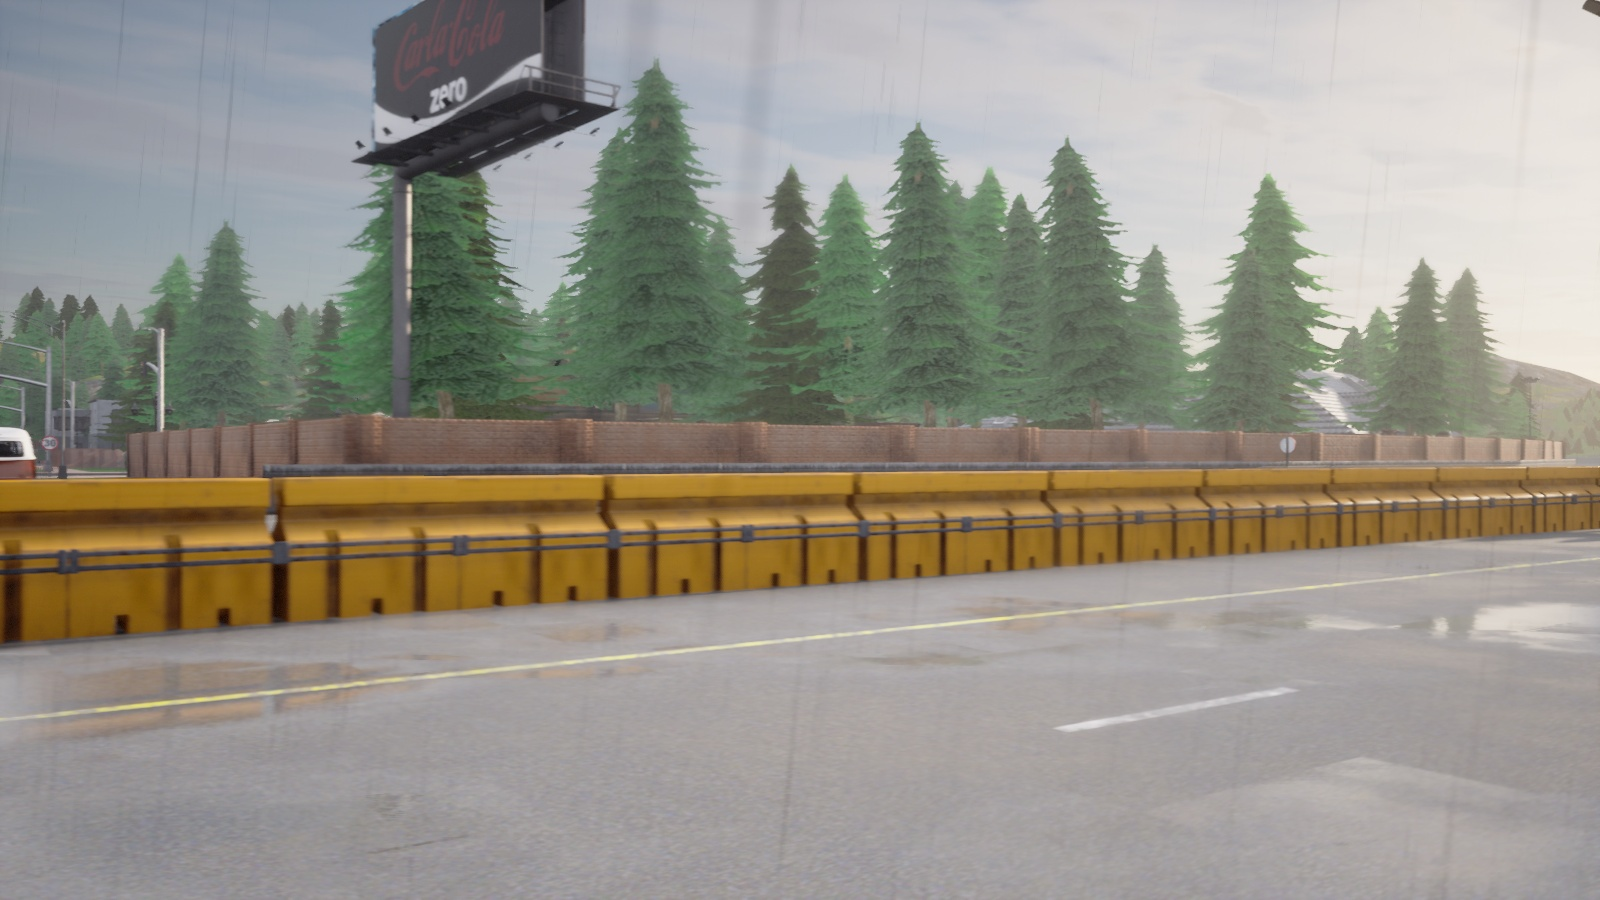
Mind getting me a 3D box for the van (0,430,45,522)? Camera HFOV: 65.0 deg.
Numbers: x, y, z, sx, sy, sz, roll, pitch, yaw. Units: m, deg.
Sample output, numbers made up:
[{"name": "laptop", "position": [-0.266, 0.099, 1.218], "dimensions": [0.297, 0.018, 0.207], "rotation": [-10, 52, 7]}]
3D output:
[{"name": "van", "position": [-19.235, 0.569, 29.385], "dimensions": [2.069, 2.038, 4.480], "rotation": [0, 0, -39]}]
